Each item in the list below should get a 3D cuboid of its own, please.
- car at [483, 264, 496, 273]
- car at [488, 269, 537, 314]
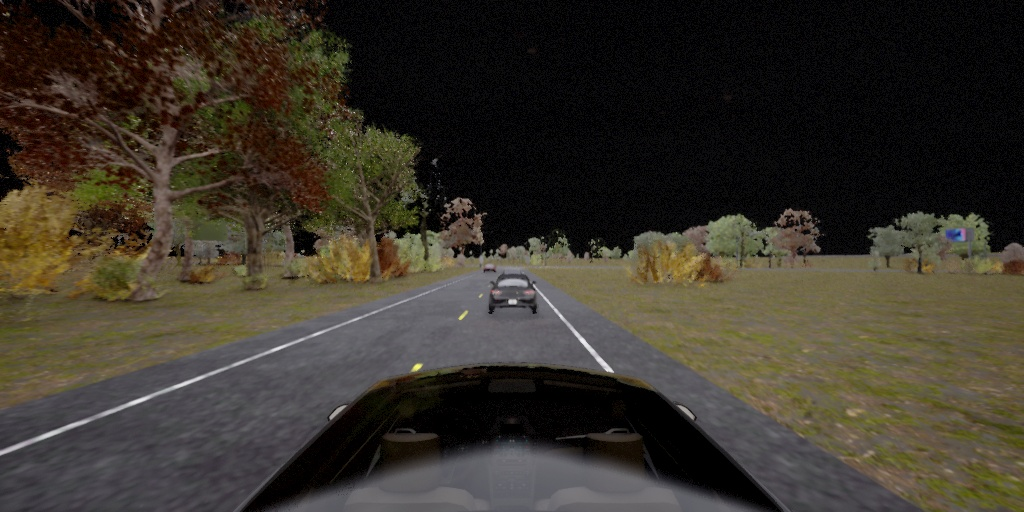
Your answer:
[{"bbox_3d":[-3.588,1.966,58.418,1.882,1.535,5.008,0,-1,0],"label":"car"},{"bbox_3d":[0.045,1.449,14.765,1.812,1.442,4.674,0,-1,0],"label":"car"}]
